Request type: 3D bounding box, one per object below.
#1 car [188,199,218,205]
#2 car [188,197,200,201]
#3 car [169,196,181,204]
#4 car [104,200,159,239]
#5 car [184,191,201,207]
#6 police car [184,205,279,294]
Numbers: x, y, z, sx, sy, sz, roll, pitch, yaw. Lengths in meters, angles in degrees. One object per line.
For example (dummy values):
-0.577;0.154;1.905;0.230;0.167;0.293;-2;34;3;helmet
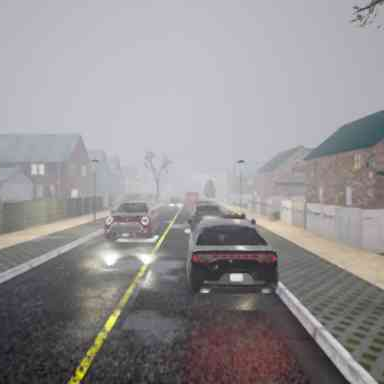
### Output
0.828;1.381;18.641;1.837;1.490;4.892;0;0;0;car
0.828;1.346;24.642;1.837;1.490;4.892;0;0;0;car
-2.811;1.295;56.902;1.895;1.301;4.718;0;0;0;car
-2.846;1.239;16.484;2.097;1.767;4.553;0;0;0;car
0.041;0.949;46.904;2.150;2.045;5.566;0;0;1;car
0.826;1.362;8.749;1.930;1.638;5.238;0;0;0;police car
